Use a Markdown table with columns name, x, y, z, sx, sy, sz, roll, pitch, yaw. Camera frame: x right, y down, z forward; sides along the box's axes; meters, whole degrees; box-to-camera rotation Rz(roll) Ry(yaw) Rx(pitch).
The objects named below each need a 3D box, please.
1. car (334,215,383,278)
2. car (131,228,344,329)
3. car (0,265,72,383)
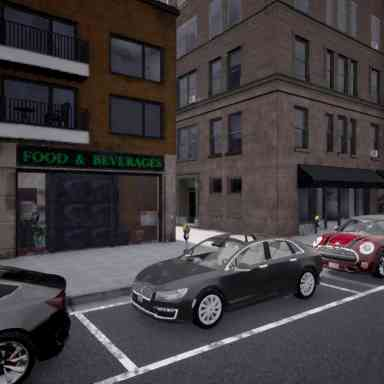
| name | x | y | z | sx | sy | sz | roll | pitch | yaw |
| --- | --- | --- | --- | --- | --- | --- | --- | --- | --- |
| car | 5.406 | 1.442 | 10.037 | 4.097 | 1.590 | 1.967 | 0 | 0 | -35 |
| car | 0.910 | 1.551 | 6.836 | 4.403 | 1.369 | 2.008 | 0 | 0 | -35 |
| car | -3.585 | 1.566 | 3.635 | 4.313 | 1.339 | 1.947 | 0 | 0 | -35 |
